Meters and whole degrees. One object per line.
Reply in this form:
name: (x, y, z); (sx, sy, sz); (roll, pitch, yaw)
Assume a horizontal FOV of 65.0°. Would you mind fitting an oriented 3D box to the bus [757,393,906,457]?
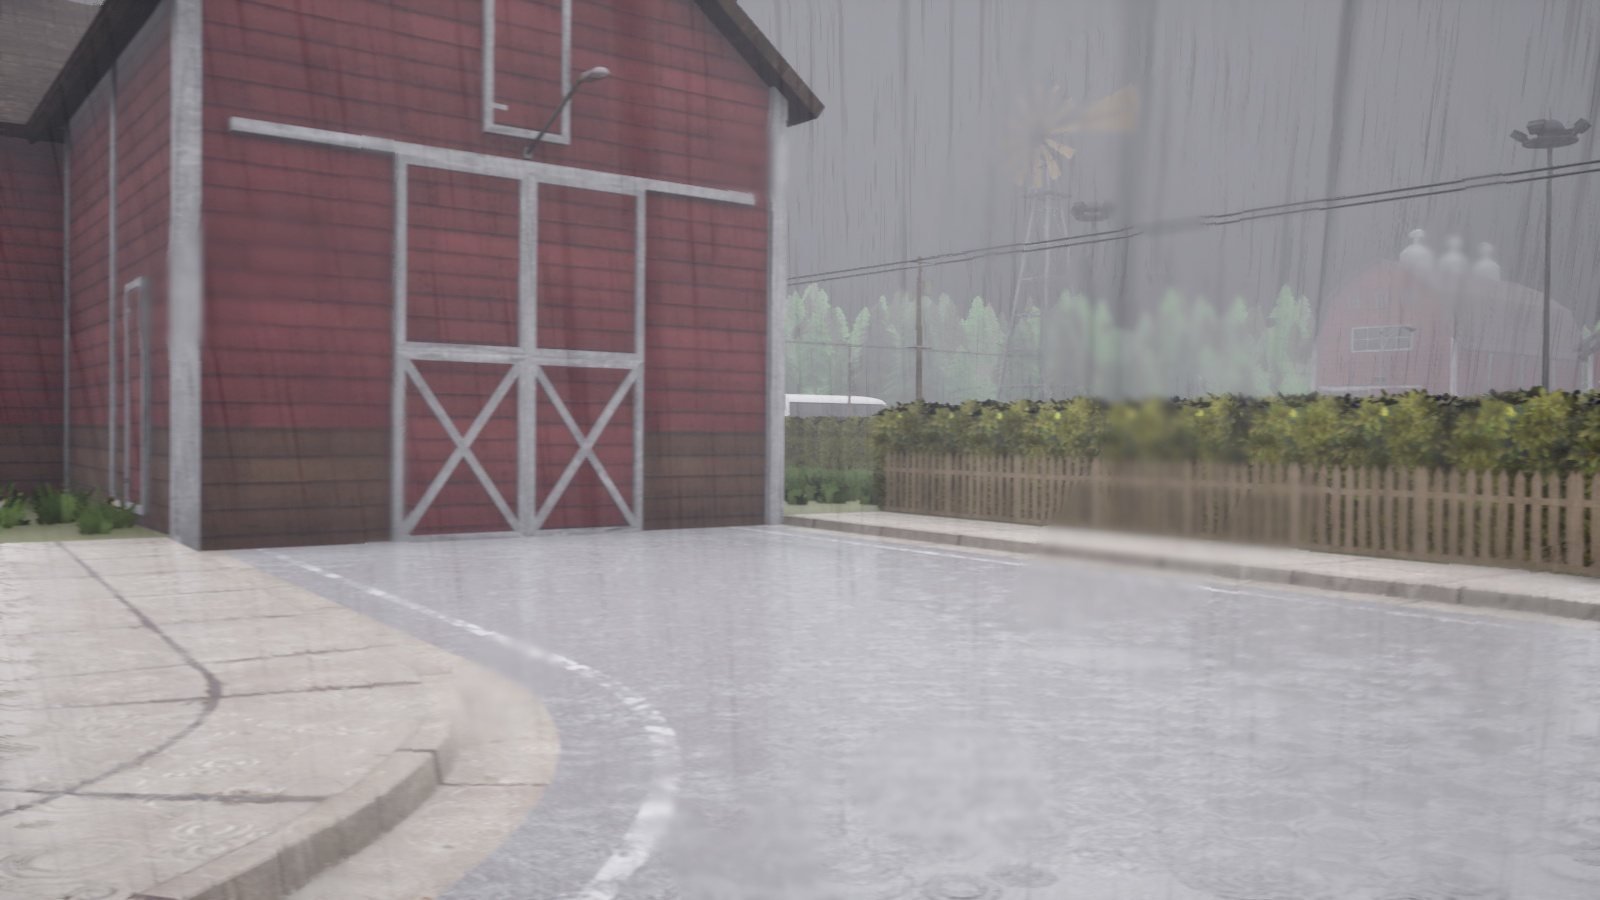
bus: (2.325, -1.779, 88.771); (10.273, 4.253, 3.944); (-1, 1, -37)
